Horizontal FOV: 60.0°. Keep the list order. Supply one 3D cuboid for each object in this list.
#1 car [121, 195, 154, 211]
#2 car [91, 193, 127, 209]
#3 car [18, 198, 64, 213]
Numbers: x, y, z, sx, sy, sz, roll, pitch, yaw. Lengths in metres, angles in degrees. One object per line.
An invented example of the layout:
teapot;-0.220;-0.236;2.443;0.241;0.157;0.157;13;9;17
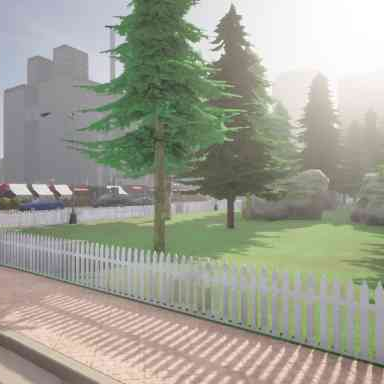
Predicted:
car;-5.926;1.505;40.399;1.837;1.490;4.892;0;0;34
car;-11.122;1.221;45.561;2.150;2.045;5.566;0;0;34
car;-16.769;1.478;37.201;1.882;1.535;5.008;0;0;34
